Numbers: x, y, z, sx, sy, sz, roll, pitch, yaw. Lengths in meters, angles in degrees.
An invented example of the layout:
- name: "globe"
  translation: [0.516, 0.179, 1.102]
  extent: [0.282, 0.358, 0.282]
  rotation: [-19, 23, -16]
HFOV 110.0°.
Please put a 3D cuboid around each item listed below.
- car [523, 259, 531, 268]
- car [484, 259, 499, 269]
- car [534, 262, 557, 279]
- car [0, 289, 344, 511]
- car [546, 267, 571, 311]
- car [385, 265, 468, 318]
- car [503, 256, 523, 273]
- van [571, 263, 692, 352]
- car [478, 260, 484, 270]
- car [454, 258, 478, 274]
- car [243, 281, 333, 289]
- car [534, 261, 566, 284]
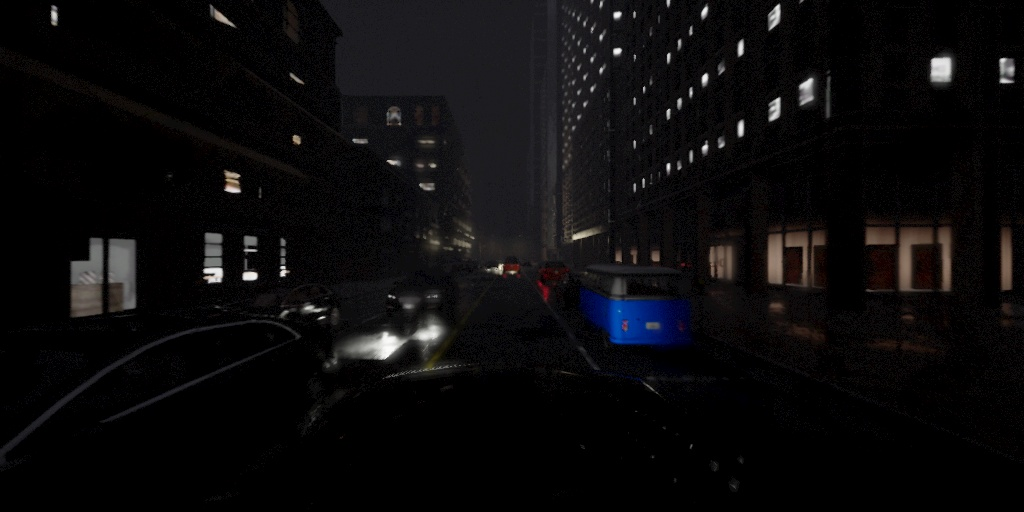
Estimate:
- name: "car"
  translation: [2.640, 1.422, 65.166]
  extent: [1.802, 1.307, 4.207]
  rotation: [0, 0, 0]
- name: "car"
  translation: [-3.087, 1.378, 58.069]
  extent: [2.033, 1.411, 5.357]
  rotation: [0, 0, 1]
- name: "car"
  translation: [3.124, 1.314, 34.240]
  extent: [1.812, 1.442, 4.674]
  rotation: [0, 0, 0]
- name: "car"
  translation: [-3.098, 1.245, 2.538]
  extent: [2.128, 1.511, 4.902]
  rotation: [0, 0, 0]
- name: "car"
  translation: [2.682, 1.312, 14.329]
  extent: [2.007, 1.370, 4.403]
  rotation: [0, 0, 0]
- name: "car"
  translation: [-3.097, 1.257, 13.241]
  extent: [2.128, 1.511, 4.902]
  rotation: [0, 0, 0]
- name: "car"
  translation: [-0.022, 1.181, 44.439]
  extent: [2.097, 1.767, 4.553]
  rotation: [0, 0, 0]
- name: "van"
  translation: [2.687, 1.096, 8.680]
  extent: [1.690, 1.789, 3.998]
  rotation: [0, 0, 0]
- name: "car"
  translation: [-5.730, 1.391, 53.862]
  extent: [1.948, 1.339, 4.313]
  rotation: [0, 0, 0]
- name: "car"
  translation: [-5.722, 1.122, 42.565]
  extent: [2.192, 1.841, 5.009]
  rotation: [0, 0, 0]
- name: "car"
  translation: [-5.694, 1.312, 8.674]
  extent: [2.007, 1.370, 4.403]
  rotation: [0, 0, 0]
- name: "car"
  translation: [3.094, 1.131, 27.210]
  extent: [2.097, 1.767, 4.553]
  rotation: [0, 0, 0]
